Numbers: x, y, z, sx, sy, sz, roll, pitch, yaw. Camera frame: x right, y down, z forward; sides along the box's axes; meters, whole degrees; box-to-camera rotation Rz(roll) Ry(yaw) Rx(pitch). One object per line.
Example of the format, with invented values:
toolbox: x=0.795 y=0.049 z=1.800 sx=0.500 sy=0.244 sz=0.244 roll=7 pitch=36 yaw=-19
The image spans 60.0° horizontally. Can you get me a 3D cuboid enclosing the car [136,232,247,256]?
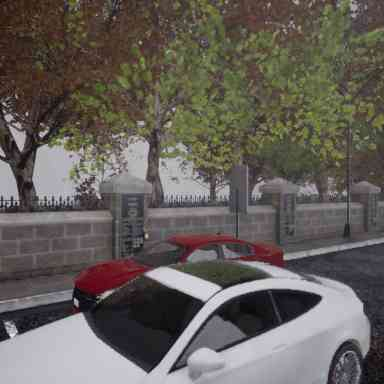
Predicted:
car: x=-0.045 y=1.545 z=6.688 sx=4.507 sy=1.381 sz=1.887 roll=0 pitch=0 yaw=-36

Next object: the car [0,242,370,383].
car: x=0.028 y=1.526 z=3.401 sx=4.674 sy=1.442 sz=1.812 roll=0 pitch=0 yaw=-36
